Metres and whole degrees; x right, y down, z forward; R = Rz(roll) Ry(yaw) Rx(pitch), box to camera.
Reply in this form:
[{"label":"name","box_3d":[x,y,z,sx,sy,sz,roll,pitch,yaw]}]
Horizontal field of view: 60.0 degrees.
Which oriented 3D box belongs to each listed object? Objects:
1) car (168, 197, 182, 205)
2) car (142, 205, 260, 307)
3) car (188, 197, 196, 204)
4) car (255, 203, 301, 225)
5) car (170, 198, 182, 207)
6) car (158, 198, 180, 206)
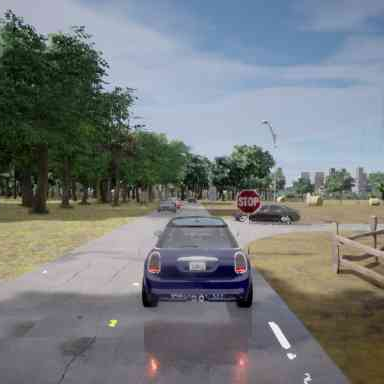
[{"label":"car","box_3d":[-2.808,1.509,48.287,2.097,1.767,4.553,0,0,0]},{"label":"car","box_3d":[0.104,1.360,8.135,2.097,1.767,4.553,0,0,0]},{"label":"car","box_3d":[0.043,1.922,77.921,1.837,1.490,4.892,0,-1,0]},{"label":"car","box_3d":[5.463,1.612,24.456,4.892,1.490,1.837,0,-1,16]},{"label":"car","box_3d":[-2.783,1.740,58.660,1.837,1.490,4.892,0,0,0]},{"label":"car","box_3d":[-2.813,1.656,38.293,1.994,1.385,4.181,0,0,1]}]
